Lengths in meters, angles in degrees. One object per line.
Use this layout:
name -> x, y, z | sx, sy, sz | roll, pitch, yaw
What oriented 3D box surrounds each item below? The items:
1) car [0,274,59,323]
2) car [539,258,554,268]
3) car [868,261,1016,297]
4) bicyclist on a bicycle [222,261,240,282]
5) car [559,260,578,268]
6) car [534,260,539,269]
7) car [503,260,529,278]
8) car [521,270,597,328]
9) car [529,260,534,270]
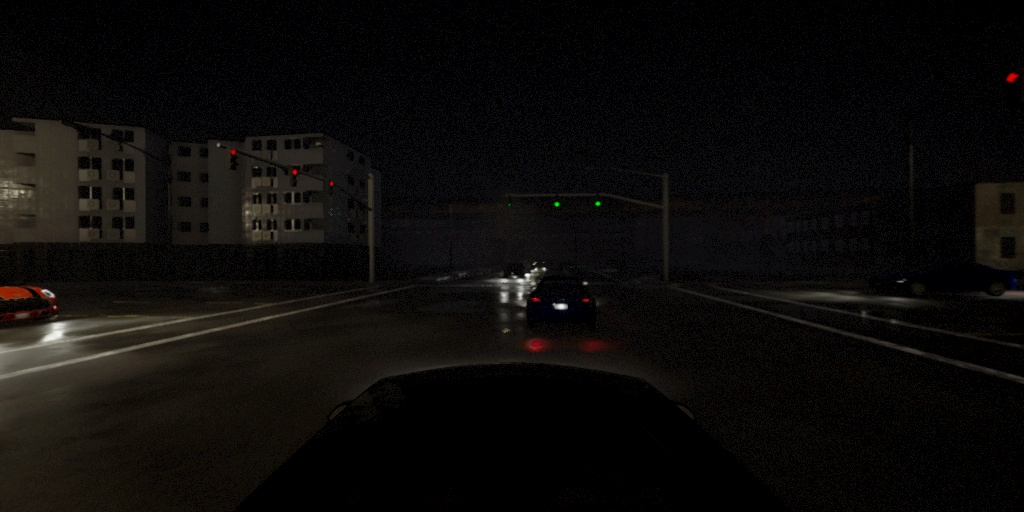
car -> -17.106, 1.246, 11.152 | 4.553, 1.767, 2.097 | 0, 0, 6
car -> 5.738, 1.116, 62.978 | 2.097, 1.767, 4.553 | 0, 0, 29
car -> 19.641, 0.998, 16.575 | 5.008, 1.535, 1.882 | -1, 0, 7
bicyclist on a bicycle -> -22.315, 1.236, 28.478 | 0.582, 1.620, 1.656 | 0, 0, 7
car -> 9.919, 1.300, 62.758 | 1.994, 1.385, 4.181 | 0, 0, 37
car -> 2.475, 1.286, 53.616 | 1.837, 1.490, 4.892 | 0, 0, 9
car -> 0.308, 1.293, 34.492 | 1.837, 1.490, 4.892 | 0, 0, 6
car -> 1.514, 1.302, 11.454 | 1.994, 1.385, 4.181 | 0, 0, 6
car -> 1.341, 1.311, 43.804 | 1.812, 1.442, 4.674 | 0, 0, 7
